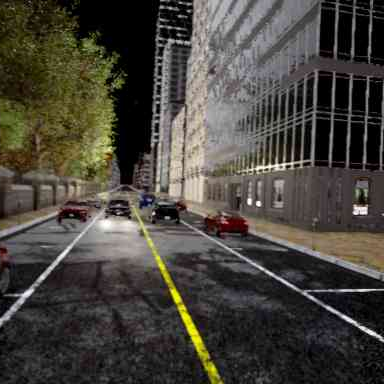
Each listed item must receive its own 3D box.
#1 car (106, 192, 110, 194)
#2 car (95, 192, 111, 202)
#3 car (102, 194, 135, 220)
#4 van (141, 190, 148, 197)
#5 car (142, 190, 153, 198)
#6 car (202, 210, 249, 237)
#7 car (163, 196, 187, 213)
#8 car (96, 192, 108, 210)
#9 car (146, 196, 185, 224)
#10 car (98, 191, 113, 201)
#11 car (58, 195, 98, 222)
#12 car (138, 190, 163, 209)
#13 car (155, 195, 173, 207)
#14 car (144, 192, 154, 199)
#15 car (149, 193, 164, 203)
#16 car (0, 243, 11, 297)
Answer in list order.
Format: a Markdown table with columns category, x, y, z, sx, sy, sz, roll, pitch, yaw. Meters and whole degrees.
| category | x | y | z | sx | sy | sz | roll | pitch | yaw |
| --- | --- | --- | --- | --- | --- | --- | --- | --- | --- |
| car | -12.061 | 0.770 | 44.037 | 1.752 | 1.417 | 4.829 | 3 | 0 | -11 |
| car | -13.225 | 0.711 | 49.773 | 2.008 | 1.369 | 4.403 | 3 | 0 | -11 |
| car | -5.373 | 1.159 | 24.534 | 1.837 | 1.490 | 4.892 | 3 | 0 | -11 |
| van | -12.898 | 0.292 | 90.388 | 1.690 | 1.788 | 3.998 | 3 | 0 | -11 |
| car | -10.642 | 0.444 | 79.254 | 2.192 | 1.841 | 5.009 | 3 | 0 | -11 |
| car | 1.751 | 1.604 | 18.010 | 1.802 | 1.307 | 4.206 | 3 | 0 | -11 |
| car | -1.632 | 1.336 | 34.713 | 1.887 | 1.381 | 4.507 | 3 | 0 | -11 |
| car | -9.840 | 0.953 | 33.066 | 2.008 | 1.369 | 4.403 | 3 | 0 | -11 |
| car | -1.978 | 1.328 | 23.104 | 1.837 | 1.490 | 4.892 | 3 | 0 | -11 |
| car | -14.354 | 0.629 | 55.343 | 2.008 | 1.369 | 4.403 | 3 | 0 | -11 |
| car | -7.583 | 1.102 | 21.927 | 1.887 | 1.381 | 4.507 | 3 | 0 | -11 |
| car | -4.948 | 0.969 | 37.811 | 2.097 | 1.767 | 4.553 | 3 | 0 | -11 |
| car | -3.889 | 1.197 | 45.848 | 1.947 | 1.339 | 4.313 | 3 | 0 | -11 |
| car | -9.529 | 0.797 | 73.685 | 1.802 | 1.307 | 4.206 | 3 | 0 | -11 |
| car | -6.145 | 1.018 | 56.984 | 2.008 | 1.369 | 4.403 | 3 | 0 | -11 |
| car | -4.199 | 1.362 | 5.220 | 1.802 | 1.307 | 4.206 | 3 | 0 | -11 |
